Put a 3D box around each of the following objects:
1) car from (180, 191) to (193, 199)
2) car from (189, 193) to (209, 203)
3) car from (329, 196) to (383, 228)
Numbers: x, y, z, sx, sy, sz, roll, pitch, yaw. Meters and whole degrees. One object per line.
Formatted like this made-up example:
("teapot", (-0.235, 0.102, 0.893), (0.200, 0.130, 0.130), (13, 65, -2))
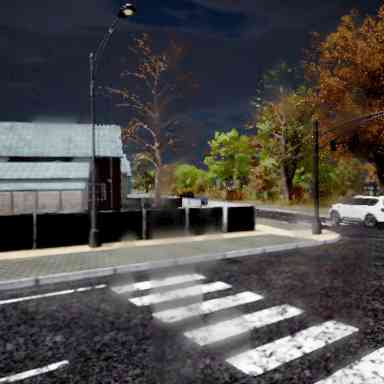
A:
("car", (-1.040, 0.820, 71.262), (2.150, 2.045, 5.566), (-1, 1, -15))
("car", (1.636, 1.365, 61.163), (2.033, 1.411, 5.357), (-1, 1, -15))
("car", (11.968, 1.260, 22.923), (2.150, 2.045, 5.566), (-1, 1, -15))
